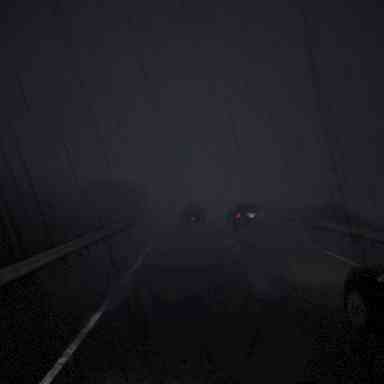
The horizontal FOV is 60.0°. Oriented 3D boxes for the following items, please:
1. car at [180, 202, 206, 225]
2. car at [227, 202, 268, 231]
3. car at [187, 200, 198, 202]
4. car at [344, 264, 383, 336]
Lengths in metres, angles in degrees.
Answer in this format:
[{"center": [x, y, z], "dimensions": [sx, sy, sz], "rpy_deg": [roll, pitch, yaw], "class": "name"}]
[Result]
[{"center": [0.077, 1.700, 25.331], "dimensions": [1.812, 1.442, 4.674], "rpy_deg": [0, -1, 0], "class": "car"}, {"center": [3.580, 1.502, 22.113], "dimensions": [2.097, 1.767, 4.553], "rpy_deg": [0, 0, 0], "class": "car"}, {"center": [0.061, 1.788, 41.772], "dimensions": [1.837, 1.490, 4.892], "rpy_deg": [0, -1, 0], "class": "car"}, {"center": [3.589, 1.518, 3.957], "dimensions": [2.128, 1.511, 4.902], "rpy_deg": [0, 0, 0], "class": "car"}]
